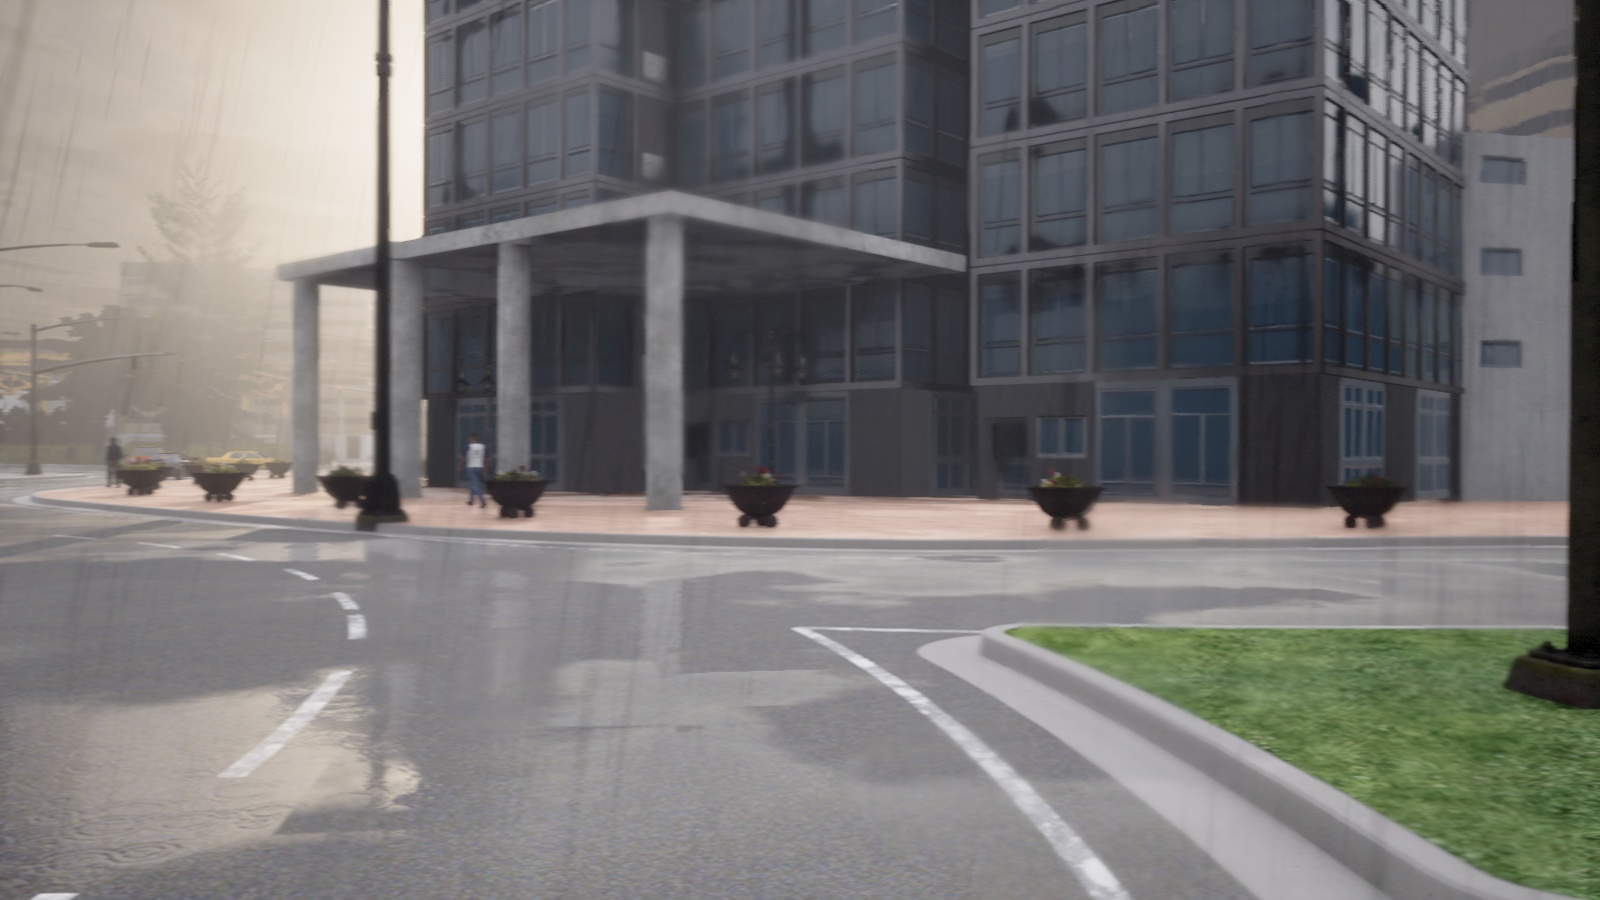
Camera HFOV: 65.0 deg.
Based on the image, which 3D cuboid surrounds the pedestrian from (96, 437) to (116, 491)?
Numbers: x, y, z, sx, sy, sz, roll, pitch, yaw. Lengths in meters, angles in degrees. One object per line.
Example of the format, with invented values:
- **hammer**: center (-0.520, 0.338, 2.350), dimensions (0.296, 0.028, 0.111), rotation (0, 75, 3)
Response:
- **pedestrian**: center (-23.725, 0.486, 42.936), dimensions (0.370, 1.835, 0.726), rotation (0, 0, -9)

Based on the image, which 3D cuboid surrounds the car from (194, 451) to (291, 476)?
- **car**: center (-35.330, 0.846, 79.747), dimensions (5.366, 1.575, 1.801), rotation (0, 0, -10)

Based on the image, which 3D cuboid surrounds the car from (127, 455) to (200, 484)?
- **car**: center (-30.988, 0.921, 61.260), dimensions (1.994, 1.385, 4.181), rotation (0, 0, -10)

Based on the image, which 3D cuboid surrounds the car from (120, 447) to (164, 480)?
- **car**: center (-36.052, 0.733, 68.807), dimensions (2.097, 1.767, 4.553), rotation (0, 0, -28)

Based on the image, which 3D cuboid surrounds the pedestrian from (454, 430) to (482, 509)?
- **pedestrian**: center (-7.812, 0.449, 29.542), dimensions (0.354, 1.836, 0.706), rotation (0, 0, -44)
